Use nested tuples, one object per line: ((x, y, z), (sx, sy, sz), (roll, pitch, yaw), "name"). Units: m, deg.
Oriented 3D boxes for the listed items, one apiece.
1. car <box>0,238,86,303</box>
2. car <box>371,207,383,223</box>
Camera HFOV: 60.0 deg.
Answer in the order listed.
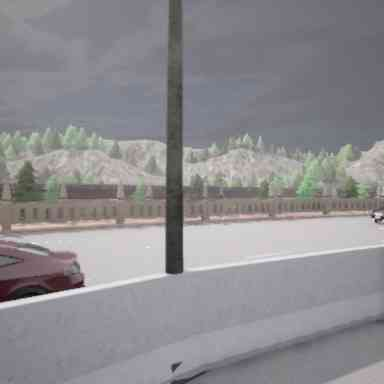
((-4.101, 1.496, 5.214), (4.674, 1.442, 1.812), (0, 0, -34), "car")
((14.765, 1.426, 23.218), (4.902, 1.511, 2.128), (0, 0, -21), "car")
